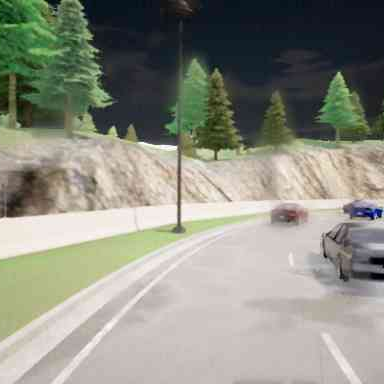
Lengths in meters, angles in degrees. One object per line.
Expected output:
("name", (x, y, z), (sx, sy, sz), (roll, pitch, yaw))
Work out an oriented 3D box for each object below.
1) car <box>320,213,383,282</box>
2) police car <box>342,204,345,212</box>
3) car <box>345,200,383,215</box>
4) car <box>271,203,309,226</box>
("car", (5.024, 1.594, 9.766), (2.033, 1.411, 5.357), (0, 0, 14))
("police car", (19.289, 1.683, 38.140), (4.974, 1.542, 2.038), (1, 0, -40))
("car", (15.427, 1.620, 29.332), (1.882, 1.535, 5.008), (0, 0, 40))
("car", (7.260, 1.548, 24.410), (1.882, 1.535, 5.008), (0, 0, 30))
